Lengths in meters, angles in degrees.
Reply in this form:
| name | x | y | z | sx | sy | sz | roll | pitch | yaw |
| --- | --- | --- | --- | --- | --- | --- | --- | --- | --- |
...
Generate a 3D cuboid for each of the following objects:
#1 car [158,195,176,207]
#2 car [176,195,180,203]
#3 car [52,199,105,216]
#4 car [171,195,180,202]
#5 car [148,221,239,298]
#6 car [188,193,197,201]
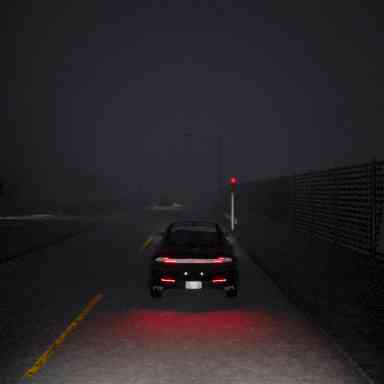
| name | x | y | z | sx | sy | sz | roll | pitch | yaw |
| --- | --- | --- | --- | --- | --- | --- | --- | --- | --- |
| car | -4.055 | 1.352 | 51.362 | 2.097 | 1.767 | 4.553 | 0 | 0 | 0 |
| car | -3.982 | 1.601 | 65.218 | 1.895 | 1.301 | 4.718 | 0 | 0 | 1 |
| car | -10.982 | 1.505 | 32.191 | 4.892 | 1.490 | 1.837 | 0 | 3 | -6 |
| car | -3.940 | 1.472 | 78.248 | 1.882 | 1.535 | 5.008 | 0 | 0 | 0 |
| car | 0.055 | 1.492 | 8.524 | 2.128 | 1.511 | 4.902 | 0 | 0 | 1 |
| car | 0.063 | 1.225 | 87.491 | 2.150 | 2.045 | 5.566 | 0 | 0 | 0 |
